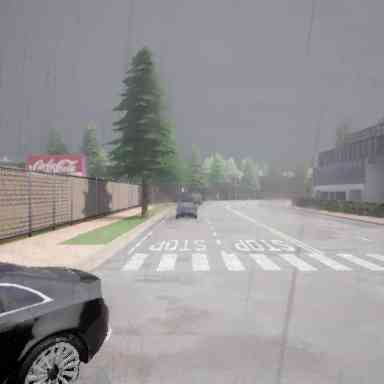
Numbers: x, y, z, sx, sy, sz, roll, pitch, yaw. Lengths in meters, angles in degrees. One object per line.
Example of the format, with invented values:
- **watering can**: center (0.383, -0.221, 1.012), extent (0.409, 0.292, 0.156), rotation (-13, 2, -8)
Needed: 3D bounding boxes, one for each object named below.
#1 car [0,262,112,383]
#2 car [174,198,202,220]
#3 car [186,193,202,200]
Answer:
- **car**: center (-2.993, 1.499, 2.887), extent (2.128, 1.511, 4.902), rotation (2, 1, 37)
- **car**: center (-0.460, 1.554, 28.693), extent (2.033, 1.411, 5.357), rotation (0, 0, 0)
- **car**: center (0.383, 1.176, 54.622), extent (2.150, 2.045, 5.566), rotation (-1, 0, 7)
